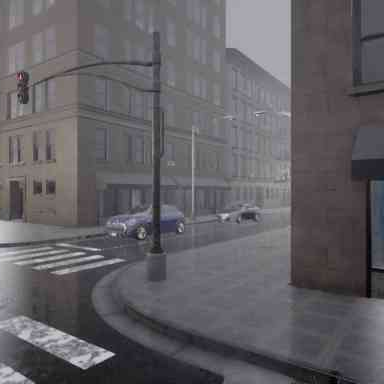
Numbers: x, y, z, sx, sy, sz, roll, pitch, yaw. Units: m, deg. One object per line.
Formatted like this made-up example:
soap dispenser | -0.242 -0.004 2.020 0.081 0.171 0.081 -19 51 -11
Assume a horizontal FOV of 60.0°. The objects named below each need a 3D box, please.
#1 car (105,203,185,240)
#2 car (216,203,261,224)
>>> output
car | -2.365 1.432 17.561 2.097 1.767 4.553 0 0 36
car | 3.716 1.630 26.067 2.128 1.511 4.902 0 0 35
